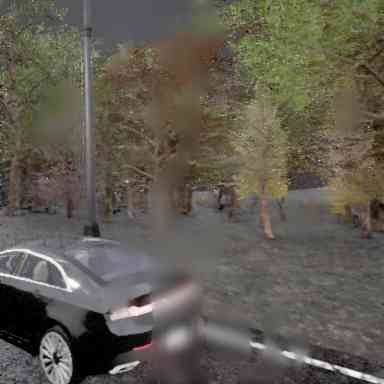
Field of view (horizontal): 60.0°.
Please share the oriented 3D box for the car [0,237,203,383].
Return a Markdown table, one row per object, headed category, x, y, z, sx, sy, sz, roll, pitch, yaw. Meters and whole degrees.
| category | x | y | z | sx | sy | sz | roll | pitch | yaw |
| --- | --- | --- | --- | --- | --- | --- | --- | --- | --- |
| car | -2.148 | 1.485 | 5.292 | 4.902 | 1.511 | 2.128 | 0 | 0 | 36 |
